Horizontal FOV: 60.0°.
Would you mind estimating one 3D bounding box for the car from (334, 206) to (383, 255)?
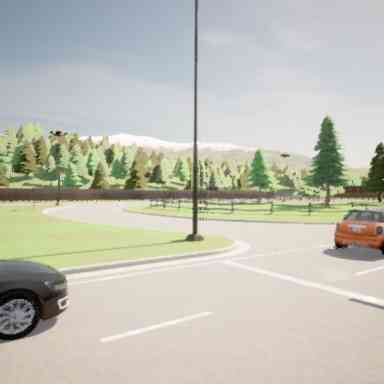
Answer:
[{"bbox_3d":[7.891,1.439,13.663,4.553,1.767,2.097,0,0,-35],"label":"car"}]

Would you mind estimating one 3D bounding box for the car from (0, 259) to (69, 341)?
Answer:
[{"bbox_3d":[-4.396,1.500,4.913,4.892,1.490,1.837,0,0,-35],"label":"car"}]
